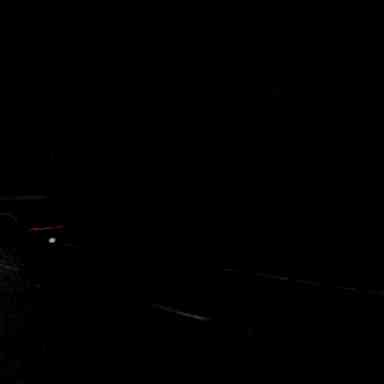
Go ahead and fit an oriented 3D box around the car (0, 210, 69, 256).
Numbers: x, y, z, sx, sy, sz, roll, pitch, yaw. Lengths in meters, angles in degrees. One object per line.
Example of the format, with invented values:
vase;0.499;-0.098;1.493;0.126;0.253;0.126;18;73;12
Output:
car;-6.884;1.485;13.133;4.902;1.511;2.128;0;0;36
